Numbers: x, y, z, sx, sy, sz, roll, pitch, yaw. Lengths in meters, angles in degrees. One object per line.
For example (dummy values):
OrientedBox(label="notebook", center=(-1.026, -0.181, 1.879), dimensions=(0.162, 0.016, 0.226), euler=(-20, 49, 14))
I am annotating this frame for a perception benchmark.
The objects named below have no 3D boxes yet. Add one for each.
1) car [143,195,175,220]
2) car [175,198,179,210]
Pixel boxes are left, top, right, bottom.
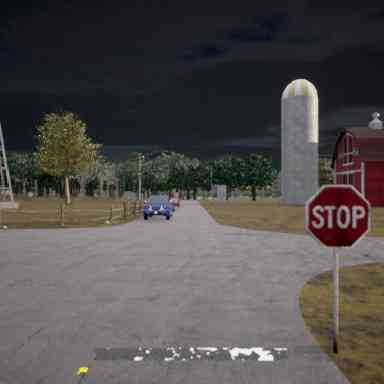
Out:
OrientedBox(label="car", center=(-2.907, 1.292, 29.329), dimensions=(2.150, 2.045, 5.566), euler=(0, 0, 0))
OrientedBox(label="car", center=(-2.935, 1.666, 39.742), dimensions=(2.033, 1.411, 5.357), euler=(0, 0, 0))
